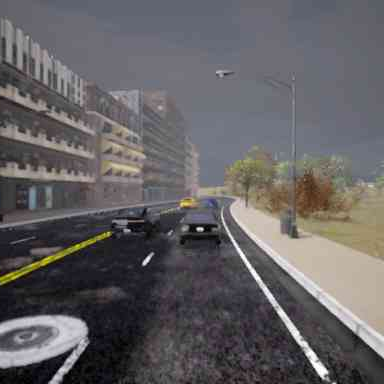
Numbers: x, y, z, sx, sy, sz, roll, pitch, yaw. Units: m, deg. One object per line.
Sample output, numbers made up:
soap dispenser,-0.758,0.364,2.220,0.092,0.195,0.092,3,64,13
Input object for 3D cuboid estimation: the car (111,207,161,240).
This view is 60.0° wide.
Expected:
car,-2.767,1.498,17.128,2.128,1.511,4.902,0,0,2

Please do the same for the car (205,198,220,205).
car,2.991,1.618,48.742,1.812,1.442,4.674,0,0,7

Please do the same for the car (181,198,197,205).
car,-0.427,1.553,47.476,1.882,1.535,5.008,0,0,7

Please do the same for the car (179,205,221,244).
car,0.422,1.562,15.993,2.033,1.411,5.357,0,0,2
